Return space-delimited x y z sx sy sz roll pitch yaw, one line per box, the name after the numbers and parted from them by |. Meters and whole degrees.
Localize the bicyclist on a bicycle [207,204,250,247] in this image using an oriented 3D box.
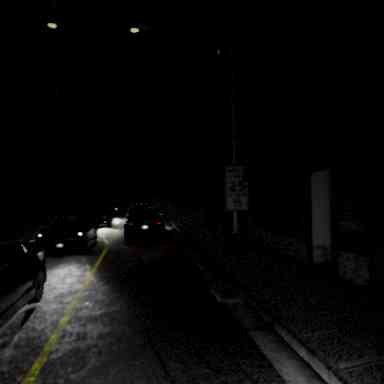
1.372 1.261 12.528 1.656 1.620 0.582 -1 0 -9 | bicyclist on a bicycle

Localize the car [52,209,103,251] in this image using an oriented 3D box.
-5.249 1.678 14.527 1.895 1.301 4.718 -1 0 -9 | car

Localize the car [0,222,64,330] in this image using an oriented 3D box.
-3.816 1.554 5.371 2.128 1.511 4.902 -1 0 -9 | car

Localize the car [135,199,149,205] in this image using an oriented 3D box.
-6.858 1.611 45.391 2.033 1.411 5.357 -1 0 -9 | car

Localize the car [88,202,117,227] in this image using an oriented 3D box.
-6.647 1.654 23.496 1.994 1.385 4.181 -1 0 -9 | car

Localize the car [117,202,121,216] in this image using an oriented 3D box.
-8.162 1.704 33.315 1.895 1.301 4.718 -1 0 -9 | car

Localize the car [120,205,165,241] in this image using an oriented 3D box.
-2.457 1.587 17.198 1.994 1.385 4.181 -1 0 -9 | car
